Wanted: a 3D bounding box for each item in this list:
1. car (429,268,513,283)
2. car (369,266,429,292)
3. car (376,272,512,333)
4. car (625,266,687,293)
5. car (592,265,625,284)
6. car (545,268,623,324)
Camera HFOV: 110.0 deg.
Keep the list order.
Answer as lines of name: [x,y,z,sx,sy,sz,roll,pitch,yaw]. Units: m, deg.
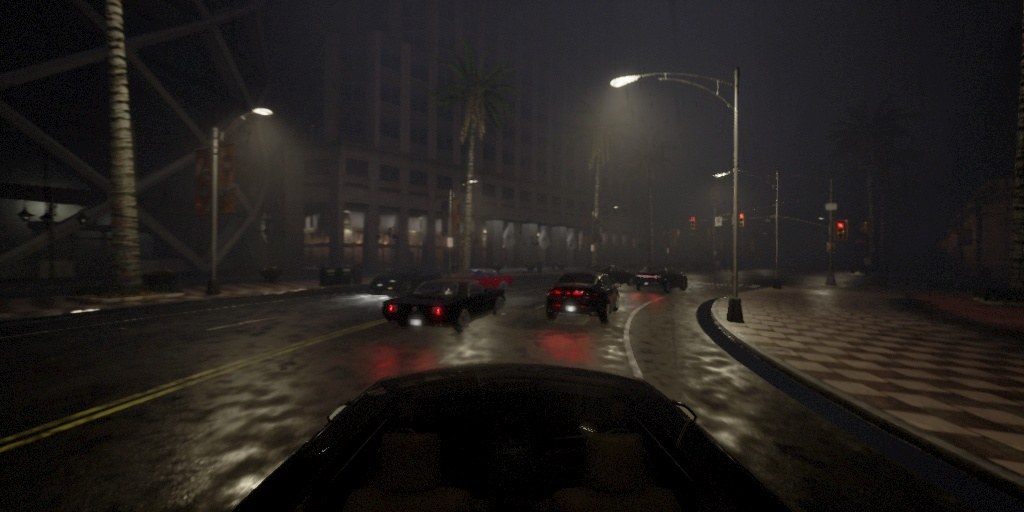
car: [-1.923,1.341,19.297,1.895,1.301,4.718,1,0,32]
car: [-5.624,1.265,19.599,1.994,1.385,4.181,1,0,29]
car: [-1.694,1.338,10.834,1.895,1.301,4.718,1,0,17]
car: [9.092,1.350,21.753,2.128,1.511,4.902,1,0,42]
car: [6.603,1.323,24.128,2.128,1.511,4.902,1,0,42]
car: [2.536,1.284,12.273,1.837,1.490,4.892,0,-1,22]
